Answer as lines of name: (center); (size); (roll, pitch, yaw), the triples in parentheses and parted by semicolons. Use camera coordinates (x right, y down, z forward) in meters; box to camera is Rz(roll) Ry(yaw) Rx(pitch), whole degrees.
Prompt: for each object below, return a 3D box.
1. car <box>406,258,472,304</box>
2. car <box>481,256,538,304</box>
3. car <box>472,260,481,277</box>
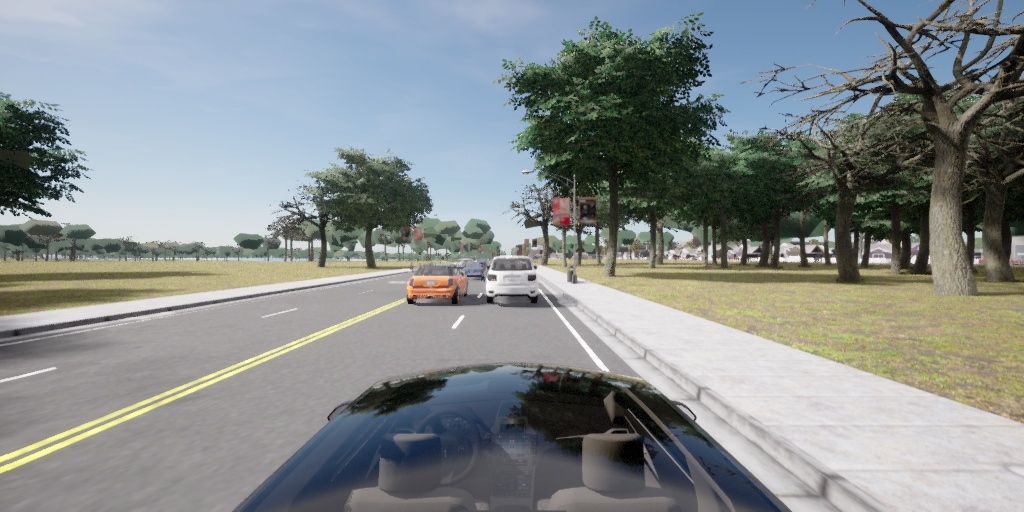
car: (-3.250, 1.118, 16.471); (2.097, 1.767, 4.553); (0, 0, 0)
car: (0.000, 1.010, 16.530); (2.150, 2.045, 5.566); (0, 0, 0)
car: (-3.250, 1.322, 31.501); (2.033, 1.411, 5.357); (0, 0, 0)
